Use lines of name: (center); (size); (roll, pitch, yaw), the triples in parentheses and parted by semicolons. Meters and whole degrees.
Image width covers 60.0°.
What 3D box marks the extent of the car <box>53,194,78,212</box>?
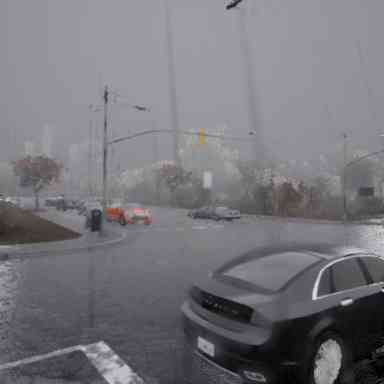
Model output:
car: (-15.217, 1.313, 41.262); (2.150, 2.045, 5.566); (1, 0, -33)

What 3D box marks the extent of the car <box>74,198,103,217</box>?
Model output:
car: (-9.889, 1.640, 32.822); (1.837, 1.490, 4.892); (1, 0, -32)

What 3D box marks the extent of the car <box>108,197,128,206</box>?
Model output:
car: (-12.729, 1.645, 57.264); (1.994, 1.385, 4.181); (1, 0, -33)

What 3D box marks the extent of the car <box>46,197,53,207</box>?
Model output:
car: (-20.651, 1.453, 49.910); (1.882, 1.535, 5.008); (1, 0, -32)

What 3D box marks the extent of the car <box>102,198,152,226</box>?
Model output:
car: (-4.691, 1.484, 24.589); (2.097, 1.767, 4.553); (1, -1, -32)

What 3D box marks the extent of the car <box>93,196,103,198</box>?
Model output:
car: (-15.269, 1.553, 54.754); (1.837, 1.490, 4.892); (1, 0, -33)

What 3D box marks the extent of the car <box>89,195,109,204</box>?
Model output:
car: (-18.400, 1.441, 65.430); (2.033, 1.411, 5.357); (1, 1, -37)

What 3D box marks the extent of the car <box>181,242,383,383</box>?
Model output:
car: (2.138, 1.565, 5.272); (4.892, 1.490, 1.837); (1, 0, -35)

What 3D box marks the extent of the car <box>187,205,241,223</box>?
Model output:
car: (1.783, 1.774, 28.390); (2.033, 1.411, 5.357); (1, -1, -37)
